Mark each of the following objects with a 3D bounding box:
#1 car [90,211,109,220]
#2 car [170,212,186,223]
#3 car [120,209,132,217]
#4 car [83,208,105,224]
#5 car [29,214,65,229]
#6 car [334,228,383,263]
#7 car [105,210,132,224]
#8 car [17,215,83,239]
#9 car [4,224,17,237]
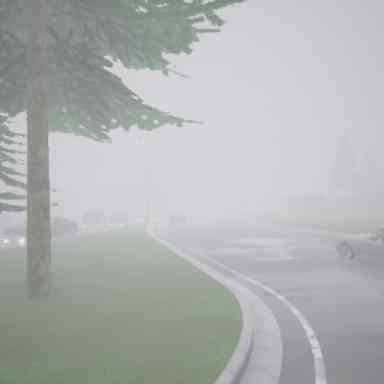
[{"bbox_3d":[-17.392,4.372,62.790,2.033,1.411,5.357,-2,-2,-1],"label":"car"},{"bbox_3d":[-1.726,3.193,41.478,1.895,1.301,4.718,-2,-2,-2],"label":"car"},{"bbox_3d":[-14.084,4.491,70.912,1.812,1.442,4.674,-2,-2,-2],"label":"car"},{"bbox_3d":[-13.566,3.332,46.539,2.150,2.045,5.566,-2,-2,-1],"label":"car"},{"bbox_3d":[-16.928,3.422,39.070,2.128,1.511,4.902,-2,-2,-1],"label":"car"},{"bbox_3d":[6.960,1.834,11.203,1.895,1.301,4.718,-1,-2,-12],"label":"car"},{"bbox_3d":[-9.987,3.530,45.787,2.033,1.411,5.357,-2,-2,-1],"label":"car"},{"bbox_3d":[-11.000,2.768,26.219,1.882,1.535,5.008,-2,-2,12],"label":"car"},{"bbox_3d":[-13.870,3.025,29.102,2.033,1.411,5.357,-2,-2,8],"label":"car"}]
